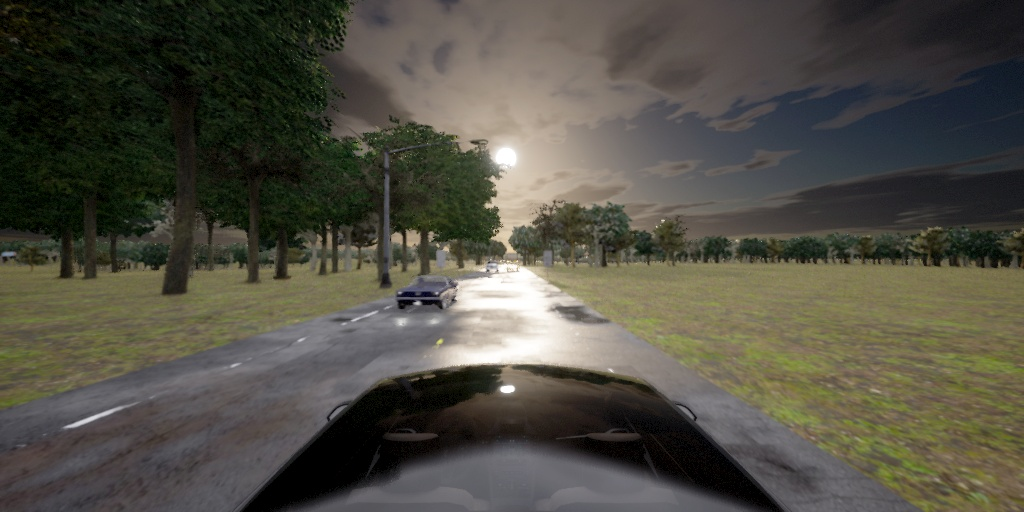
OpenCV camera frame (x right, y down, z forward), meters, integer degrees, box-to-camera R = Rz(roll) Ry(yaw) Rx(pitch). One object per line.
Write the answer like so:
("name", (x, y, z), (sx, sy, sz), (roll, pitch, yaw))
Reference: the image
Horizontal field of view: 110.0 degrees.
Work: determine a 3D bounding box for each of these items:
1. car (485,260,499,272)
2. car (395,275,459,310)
("car", (-3.513, 1.813, 64.620), (2.150, 2.045, 5.566), (0, -1, 1))
("car", (-3.599, 1.540, 15.922), (1.895, 1.301, 4.718), (0, -1, 0))
